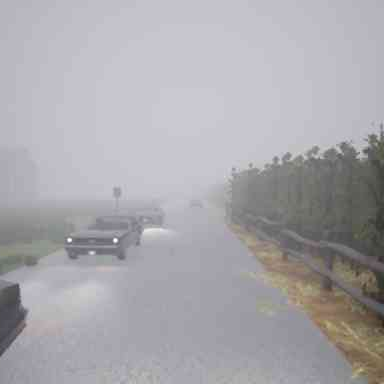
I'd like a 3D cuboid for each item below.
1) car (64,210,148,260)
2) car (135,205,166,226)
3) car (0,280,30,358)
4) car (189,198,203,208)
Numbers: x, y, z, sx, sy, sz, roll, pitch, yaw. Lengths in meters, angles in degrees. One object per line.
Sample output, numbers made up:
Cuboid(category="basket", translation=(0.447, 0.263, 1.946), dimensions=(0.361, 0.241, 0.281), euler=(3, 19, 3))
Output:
Cuboid(category="car", translation=(-3.070, 1.585, 12.510), dimensions=(1.895, 1.301, 4.718), euler=(0, 0, 1))
Cuboid(category="car", translation=(-2.879, 1.572, 22.769), dimensions=(1.994, 1.385, 4.181), euler=(0, 0, 1))
Cuboid(category="car", translation=(-3.189, 1.537, 2.276), dimensions=(2.033, 1.411, 5.357), euler=(0, 0, 1))
Cuboid(category="car", translation=(0.568, 1.523, 46.815), dimensions=(2.033, 1.411, 5.357), euler=(0, 0, 1))
